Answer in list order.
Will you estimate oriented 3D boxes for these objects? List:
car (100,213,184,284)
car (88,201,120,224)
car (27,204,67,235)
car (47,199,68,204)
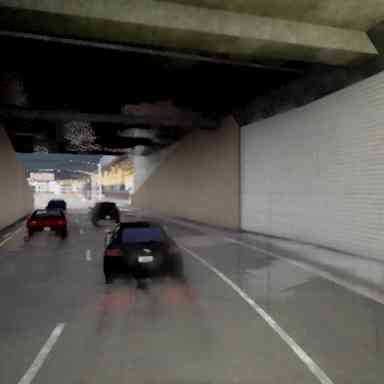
[{"bbox_3d":[-1.563,1.532,9.712,1.994,1.385,4.181,0,0,-14],"label":"car"},{"bbox_3d":[-6.458,1.445,24.493,1.837,1.490,4.892,0,0,-20],"label":"car"},{"bbox_3d":[-8.075,1.579,18.878,1.895,1.301,4.718,-1,0,-20],"label":"car"},{"bbox_3d":[-14.172,1.432,35.081,1.882,1.535,5.008,-1,0,-21],"label":"car"}]
